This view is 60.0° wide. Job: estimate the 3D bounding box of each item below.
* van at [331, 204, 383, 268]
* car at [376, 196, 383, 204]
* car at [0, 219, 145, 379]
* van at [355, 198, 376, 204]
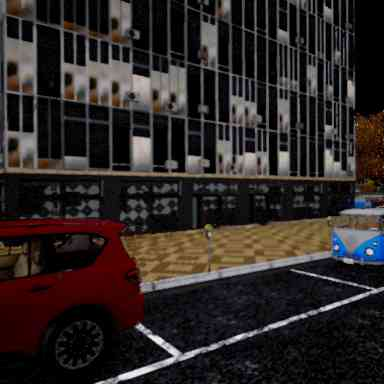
[{"bbox_3d":[6.041,1.396,10.426,3.998,1.788,1.690,0,-1,-36],"label":"van"},{"bbox_3d":[30.770,1.603,53.068,2.192,1.841,5.009,-1,0,-36],"label":"car"},{"bbox_3d":[-2.990,1.314,3.981,5.009,1.841,2.192,0,-1,-36],"label":"car"},{"bbox_3d":[24.030,1.691,48.443,1.690,1.788,3.998,-1,0,-36],"label":"van"}]
